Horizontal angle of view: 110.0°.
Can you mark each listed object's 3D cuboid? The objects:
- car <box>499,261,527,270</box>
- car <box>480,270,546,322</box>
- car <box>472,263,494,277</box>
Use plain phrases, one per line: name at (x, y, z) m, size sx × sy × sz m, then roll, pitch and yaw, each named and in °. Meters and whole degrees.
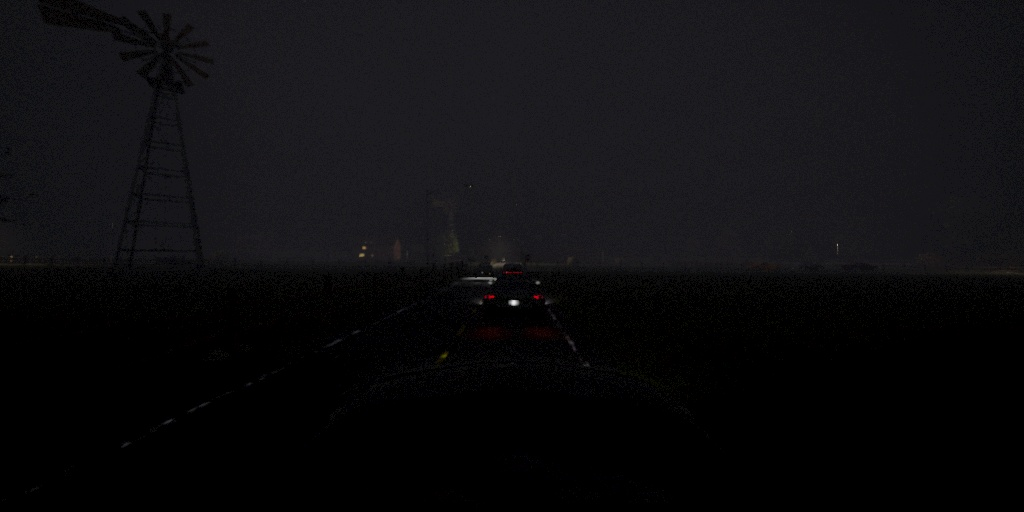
car at (0.061, 1.321, 27.315) m, size 1.837 × 1.490 × 4.892 m, roll 0°, pitch 0°, yaw 0°
car at (0.067, 1.342, 12.492) m, size 1.994 × 1.385 × 4.181 m, roll 0°, pitch 0°, yaw 0°
car at (-2.835, 1.402, 36.497) m, size 1.994 × 1.385 × 4.181 m, roll 0°, pitch 0°, yaw 0°
